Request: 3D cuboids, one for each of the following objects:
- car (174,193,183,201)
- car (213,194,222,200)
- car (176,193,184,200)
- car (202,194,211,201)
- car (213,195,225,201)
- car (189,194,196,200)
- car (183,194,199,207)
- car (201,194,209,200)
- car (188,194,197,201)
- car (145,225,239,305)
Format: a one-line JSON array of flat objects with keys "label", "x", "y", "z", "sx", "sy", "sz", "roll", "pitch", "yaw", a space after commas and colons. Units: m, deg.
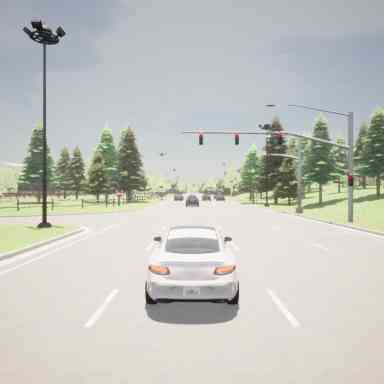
[{"label": "car", "x": -3.400, "y": 1.542, "z": 82.879, "sx": 1.994, "sy": 1.385, "sz": 4.181, "roll": 0, "pitch": 0, "yaw": 0}, {"label": "car", "x": 7.112, "y": 1.383, "z": 92.903, "sx": 1.994, "sy": 1.385, "sz": 4.181, "roll": 0, "pitch": 0, "yaw": 0}, {"label": "car", "x": -3.388, "y": 1.186, "z": 92.885, "sx": 2.097, "sy": 1.767, "sz": 4.553, "roll": 0, "pitch": 0, "yaw": 0}, {"label": "car", "x": 3.600, "y": 1.346, "z": 82.874, "sx": 2.097, "sy": 1.767, "sz": 4.553, "roll": 0, "pitch": 0, "yaw": 0}, {"label": "car", "x": 7.099, "y": 1.515, "z": 82.483, "sx": 2.128, "sy": 1.511, "sz": 4.902, "roll": 0, "pitch": 0, "yaw": 0}, {"label": "car", "x": 0.112, "y": 1.330, "z": 92.911, "sx": 1.837, "sy": 1.490, "sz": 4.892, "roll": 0, "pitch": 0, "yaw": 0}, {"label": "car", "x": 0.062, "y": 1.351, "z": 51.848, "sx": 2.097, "sy": 1.767, "sz": 4.553, "roll": 0, "pitch": 0, "yaw": 0}, {"label": "car", "x": 3.612, "y": 1.370, "z": 92.907, "sx": 2.033, "sy": 1.411, "sz": 5.357, "roll": 0, "pitch": 0, "yaw": 0}, {"label": "car", "x": 0.100, "y": 1.346, "z": 82.878, "sx": 2.097, "sy": 1.767, "sz": 4.553, "roll": 0, "pitch": 0, "yaw": 0}, {"label": "car", "x": 0.016, "y": 1.526, "z": 7.975, "sx": 1.812, "sy": 1.442, "sz": 4.674, "roll": 0, "pitch": 0, "yaw": 0}]
